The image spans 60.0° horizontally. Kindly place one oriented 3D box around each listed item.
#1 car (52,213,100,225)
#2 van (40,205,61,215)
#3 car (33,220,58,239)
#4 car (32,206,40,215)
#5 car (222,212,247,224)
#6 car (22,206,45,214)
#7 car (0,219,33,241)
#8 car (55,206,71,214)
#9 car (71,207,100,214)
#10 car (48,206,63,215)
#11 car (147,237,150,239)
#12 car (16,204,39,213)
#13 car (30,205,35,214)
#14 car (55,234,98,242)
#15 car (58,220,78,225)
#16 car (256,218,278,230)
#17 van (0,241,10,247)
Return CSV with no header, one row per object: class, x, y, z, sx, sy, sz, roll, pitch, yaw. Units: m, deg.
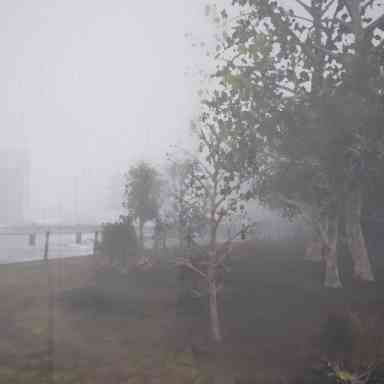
car,-15.170,4.199,42.666,5.566,2.045,2.435,0,0,17
van,-29.040,3.894,70.165,1.878,1.987,4.442,1,1,19
car,-18.681,4.200,37.945,5.566,2.045,2.435,0,0,17
car,-31.349,4.082,72.158,2.097,1.535,5.008,1,1,19
car,6.399,4.256,53.244,2.150,2.045,5.566,0,-1,-32
car,-36.050,4.052,75.904,2.002,1.452,4.674,0,1,19
car,-20.467,4.200,35.585,5.566,2.045,2.435,0,0,17
car,-24.249,4.183,66.717,1.946,1.575,5.366,0,1,18
car,-19.599,4.009,62.771,2.435,2.045,5.566,1,1,18
car,-26.663,4.193,68.407,2.002,1.452,4.674,0,1,18
car,-3.448,4.687,30.007,4.792,1.488,2.163,1,1,17
car,-38.378,3.851,77.808,2.185,1.767,4.553,1,1,19
car,-33.720,3.921,73.999,2.185,1.767,4.553,0,1,19
car,-7.143,4.406,25.172,5.566,2.045,2.435,1,1,17
car,-16.899,4.480,40.316,4.792,1.488,2.163,0,0,17
car,9.822,4.235,43.810,1.837,1.490,4.892,1,-3,-4
van,-10.647,4.435,20.324,4.442,1.987,1.878,1,1,17
